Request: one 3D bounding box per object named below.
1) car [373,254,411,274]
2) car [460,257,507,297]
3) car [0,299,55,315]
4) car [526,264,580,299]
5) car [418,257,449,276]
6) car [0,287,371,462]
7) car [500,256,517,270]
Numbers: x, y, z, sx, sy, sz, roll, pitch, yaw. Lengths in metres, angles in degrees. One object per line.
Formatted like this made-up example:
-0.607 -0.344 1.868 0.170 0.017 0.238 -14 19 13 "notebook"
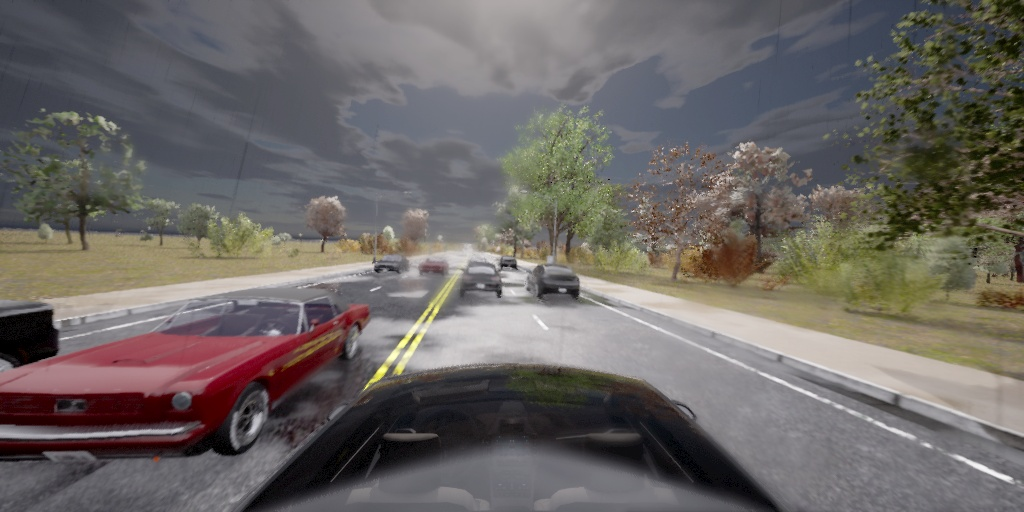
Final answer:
-9.214 0.580 28.028 2.033 1.411 5.357 2 1 -6 "car"
-1.464 1.014 16.909 1.812 1.442 4.674 2 1 -6 "car"
-6.559 0.962 2.399 1.882 1.535 5.008 2 1 -6 "car"
1.854 1.120 17.125 1.837 1.490 4.892 2 1 -6 "car"
-5.891 0.773 27.350 1.895 1.301 4.718 2 1 -6 "car"
-3.547 1.170 4.901 1.895 1.301 4.718 2 1 -6 "car"
-0.530 0.712 39.690 1.837 1.490 4.892 2 1 -6 "car"
